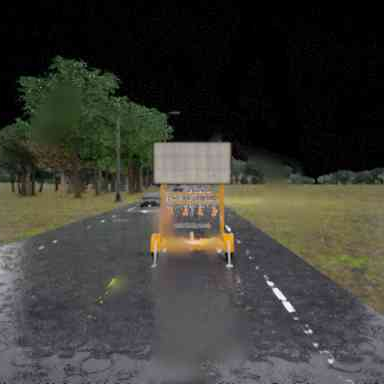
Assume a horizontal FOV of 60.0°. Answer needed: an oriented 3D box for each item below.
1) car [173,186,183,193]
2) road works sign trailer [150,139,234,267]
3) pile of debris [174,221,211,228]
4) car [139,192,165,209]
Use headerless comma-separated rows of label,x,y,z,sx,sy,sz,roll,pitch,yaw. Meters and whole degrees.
car,-2.985,-0.584,71.055,1.895,1.301,4.718,0,2,1
road works sign trailer,0.009,0.180,10.274,2.380,3.560,2.880,0,2,0
pile of debris,0.031,1.682,17.319,1.860,0.140,1.500,0,2,0
car,-3.501,0.696,30.258,2.033,1.411,5.357,0,2,0
